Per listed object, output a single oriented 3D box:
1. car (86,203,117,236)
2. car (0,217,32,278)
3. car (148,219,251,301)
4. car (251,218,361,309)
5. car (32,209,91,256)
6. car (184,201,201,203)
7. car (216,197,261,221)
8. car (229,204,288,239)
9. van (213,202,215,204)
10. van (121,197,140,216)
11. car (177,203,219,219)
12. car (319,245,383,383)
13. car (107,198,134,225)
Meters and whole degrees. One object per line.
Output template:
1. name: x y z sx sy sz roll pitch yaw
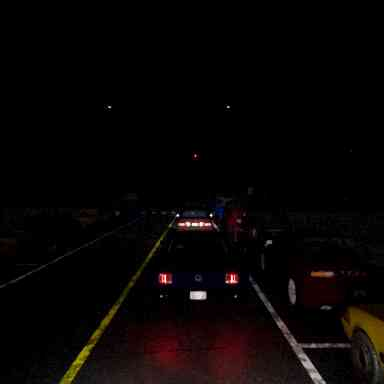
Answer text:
1. car: -5.728 1.526 18.427 1.752 1.417 4.829 0 0 0
2. car: -5.750 1.525 7.552 1.752 1.417 4.829 0 0 0
3. car: 0.117 1.601 8.294 1.895 1.301 4.718 0 0 0
4. car: 2.775 1.544 7.704 1.887 1.381 4.507 0 0 0
5. car: -5.739 1.566 13.159 1.947 1.339 4.313 0 0 0
6. car: 0.053 1.480 27.712 1.882 1.535 5.008 0 0 0
7. car: 2.797 1.316 18.579 2.192 1.841 5.009 0 0 0
8. car: 2.786 1.440 13.141 1.967 1.590 4.097 0 0 0
9. van: 2.820 1.344 29.454 1.690 1.788 3.998 0 0 0
10. van: -5.706 1.344 29.472 1.690 1.788 3.998 0 0 0
11. car: 0.133 1.548 17.885 2.033 1.411 5.357 0 0 0
12. car: 2.765 1.525 2.436 1.752 1.417 4.829 0 0 0
13. car: -5.717 1.442 24.034 1.967 1.590 4.097 0 0 0
